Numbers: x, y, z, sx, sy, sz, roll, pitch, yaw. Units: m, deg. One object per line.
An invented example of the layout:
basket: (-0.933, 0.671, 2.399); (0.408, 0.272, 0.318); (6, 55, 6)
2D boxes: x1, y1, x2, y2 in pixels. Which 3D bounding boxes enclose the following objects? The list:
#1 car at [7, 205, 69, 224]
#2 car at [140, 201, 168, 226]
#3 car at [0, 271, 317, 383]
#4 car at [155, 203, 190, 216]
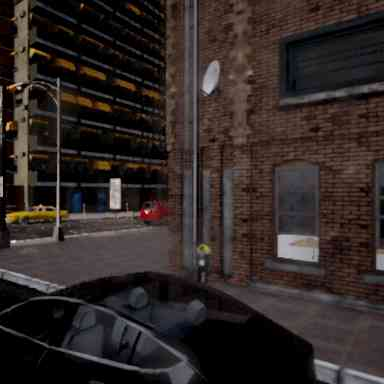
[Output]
car: (-12.169, 1.715, 26.230); (1.752, 1.417, 4.829); (-1, -2, 35)
car: (-1.951, 1.632, 26.279); (2.192, 1.841, 5.009); (-1, -2, 35)
car: (-0.916, 1.553, 3.529); (4.313, 1.339, 1.947); (0, 0, 35)
car: (-2.330, 2.046, 40.290); (1.887, 1.381, 4.507); (-1, -2, 35)
